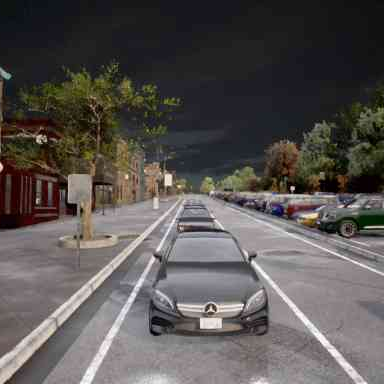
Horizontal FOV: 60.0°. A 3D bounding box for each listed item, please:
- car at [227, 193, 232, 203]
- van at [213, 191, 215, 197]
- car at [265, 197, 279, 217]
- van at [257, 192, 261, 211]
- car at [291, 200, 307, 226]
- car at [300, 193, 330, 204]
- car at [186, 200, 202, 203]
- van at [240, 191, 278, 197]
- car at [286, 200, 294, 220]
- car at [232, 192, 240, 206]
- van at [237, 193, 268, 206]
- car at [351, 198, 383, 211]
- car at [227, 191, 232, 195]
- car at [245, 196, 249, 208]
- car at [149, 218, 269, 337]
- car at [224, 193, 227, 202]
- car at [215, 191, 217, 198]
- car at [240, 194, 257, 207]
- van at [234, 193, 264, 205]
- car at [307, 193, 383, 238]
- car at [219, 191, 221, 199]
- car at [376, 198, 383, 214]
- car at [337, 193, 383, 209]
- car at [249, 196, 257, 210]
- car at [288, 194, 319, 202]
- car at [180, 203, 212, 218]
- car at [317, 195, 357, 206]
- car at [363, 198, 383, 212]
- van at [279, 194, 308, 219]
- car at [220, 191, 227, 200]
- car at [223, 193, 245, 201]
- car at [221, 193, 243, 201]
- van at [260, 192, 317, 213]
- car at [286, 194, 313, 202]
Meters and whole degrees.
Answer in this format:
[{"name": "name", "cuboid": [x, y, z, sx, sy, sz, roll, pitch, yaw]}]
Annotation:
[{"name": "car", "cuboid": [8.975, 1.290, 56.312, 4.892, 1.521, 2.231, 0, 1, 0]}, {"name": "van", "cuboid": [8.614, 0.764, 89.946, 4.442, 1.987, 1.878, 0, 1, 0]}, {"name": "car", "cuboid": [9.185, 1.460, 28.271, 5.008, 1.535, 2.097, 0, 0, 0]}, {"name": "van", "cuboid": [9.265, 1.222, 33.880, 4.442, 1.987, 1.878, 0, 0, 0]}, {"name": "car", "cuboid": [9.068, 1.466, 19.860, 5.366, 1.575, 1.946, 0, 0, 0]}, {"name": "car", "cuboid": [22.067, 1.136, 59.666, 4.553, 1.767, 2.185, 0, 1, 0]}, {"name": "car", "cuboid": [0.209, 1.442, 29.876, 2.128, 1.511, 4.902, 0, 0, 0]}, {"name": "van", "cuboid": [9.182, 1.163, 45.101, 4.442, 1.987, 1.878, 0, 0, 0]}, {"name": "car", "cuboid": [9.235, 1.506, 22.665, 4.674, 1.452, 2.002, 0, 0, 0]}, {"name": "car", "cuboid": [9.016, 1.113, 47.900, 5.566, 2.045, 2.435, 0, 1, 0]}, {"name": "van", "cuboid": [9.140, 1.114, 50.705, 4.442, 1.987, 1.878, 0, 1, 0]}, {"name": "car", "cuboid": [22.210, 1.452, 40.237, 4.792, 1.488, 2.163, 0, 0, 0]}, {"name": "car", "cuboid": [8.992, 1.139, 59.114, 4.553, 1.767, 2.185, 0, 1, 0]}, {"name": "car", "cuboid": [9.104, 1.466, 39.491, 4.674, 1.452, 2.002, 0, 0, 0]}, {"name": "car", "cuboid": [0.250, 1.524, 6.849, 1.812, 1.442, 4.674, 0, 0, 0]}, {"name": "car", "cuboid": [8.937, 1.279, 61.919, 4.674, 1.452, 2.002, 0, 1, 0]}, {"name": "car", "cuboid": [8.788, 1.065, 81.540, 5.008, 1.535, 2.097, 0, 1, 0]}, {"name": "car", "cuboid": [9.092, 1.409, 42.294, 4.892, 1.521, 2.231, 0, 0, 0]}, {"name": "van", "cuboid": [9.119, 1.089, 53.508, 4.442, 1.987, 1.878, 0, 1, 0]}, {"name": "car", "cuboid": [9.246, 1.221, 17.058, 5.566, 2.045, 2.435, 0, 0, 0]}, {"name": "car", "cuboid": [8.869, 0.938, 67.522, 5.566, 2.045, 2.435, 0, 1, 0]}, {"name": "car", "cuboid": [22.407, 1.444, 34.683, 5.366, 1.575, 1.946, 0, 0, 0]}, {"name": "car", "cuboid": [22.132, 1.153, 43.010, 5.566, 2.045, 2.435, 0, 0, 0]}, {"name": "car", "cuboid": [9.157, 1.470, 36.683, 4.792, 1.488, 2.163, 0, 0, 0]}, {"name": "car", "cuboid": [21.810, 1.209, 65.216, 5.366, 1.575, 1.946, 0, 0, 0]}, {"name": "car", "cuboid": [0.187, 1.532, 17.428, 2.033, 1.411, 5.357, 0, 0, 0]}, {"name": "car", "cuboid": [22.285, 1.332, 51.340, 5.366, 1.575, 1.946, 0, 1, 0]}, {"name": "car", "cuboid": [22.172, 1.469, 37.454, 4.792, 1.488, 2.163, 0, 0, 0]}, {"name": "van", "cuboid": [9.328, 1.237, 25.469, 4.442, 1.987, 1.878, 0, 0, 0]}, {"name": "car", "cuboid": [8.890, 0.963, 64.719, 5.566, 2.045, 2.435, 0, 1, 0]}, {"name": "car", "cuboid": [8.846, 1.039, 70.326, 4.553, 1.767, 2.185, 0, 1, 0]}, {"name": "car", "cuboid": [8.825, 1.014, 73.130, 4.553, 1.767, 2.185, 0, 1, 0]}, {"name": "van", "cuboid": [9.053, 1.230, 31.077, 4.442, 1.987, 1.878, 0, 0, 0]}, {"name": "car", "cuboid": [21.980, 1.188, 67.994, 4.892, 1.521, 2.231, 0, 1, 0]}]
